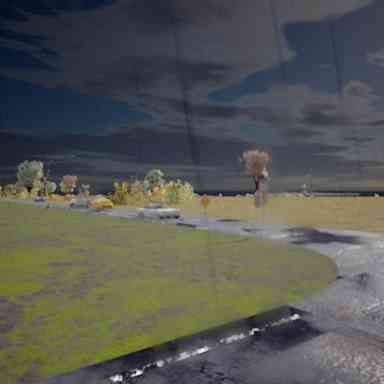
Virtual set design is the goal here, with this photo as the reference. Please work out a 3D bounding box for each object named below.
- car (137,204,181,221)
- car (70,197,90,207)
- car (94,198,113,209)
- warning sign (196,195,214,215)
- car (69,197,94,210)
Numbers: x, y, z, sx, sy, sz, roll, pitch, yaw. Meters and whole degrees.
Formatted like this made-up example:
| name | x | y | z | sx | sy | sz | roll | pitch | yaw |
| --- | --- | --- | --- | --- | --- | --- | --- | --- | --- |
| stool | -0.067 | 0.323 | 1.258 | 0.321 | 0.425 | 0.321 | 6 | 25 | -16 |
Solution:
| name | x | y | z | sx | sy | sz | roll | pitch | yaw |
| --- | --- | --- | --- | --- | --- | --- | --- | --- | --- |
| car | -2.865 | 1.670 | 28.386 | 1.895 | 1.301 | 4.718 | 0 | 0 | -35 |
| car | -18.834 | 1.648 | 55.904 | 1.882 | 1.535 | 5.008 | 0 | 0 | -35 |
| car | -13.054 | 1.611 | 47.813 | 1.882 | 1.535 | 5.008 | 0 | 0 | -34 |
| warning sign | 1.258 | 1.183 | 31.741 | 1.300 | 1.860 | 1.060 | 0 | 0 | -35 |
| car | -15.901 | 1.644 | 46.924 | 1.837 | 1.490 | 4.892 | 0 | 0 | -35 |
